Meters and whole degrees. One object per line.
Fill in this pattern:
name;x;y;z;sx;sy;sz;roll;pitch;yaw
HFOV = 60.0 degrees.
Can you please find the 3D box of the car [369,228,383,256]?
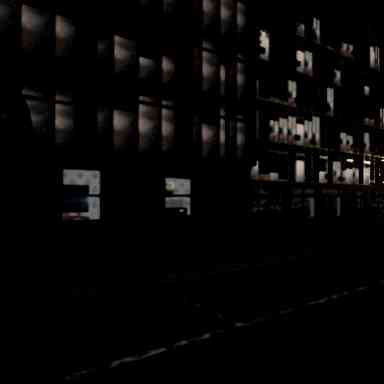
car;8.467;1.700;12.606;4.313;1.339;1.947;1;0;-36
